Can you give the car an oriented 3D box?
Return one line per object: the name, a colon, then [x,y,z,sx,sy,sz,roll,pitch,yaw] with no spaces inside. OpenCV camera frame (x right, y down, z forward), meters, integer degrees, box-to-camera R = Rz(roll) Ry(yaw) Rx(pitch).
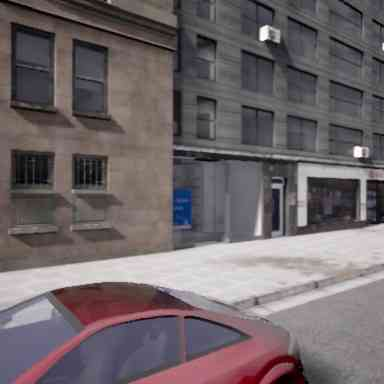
car: [-0.952,1.562,2.705,4.181,1.385,1.994,0,0,-36]
